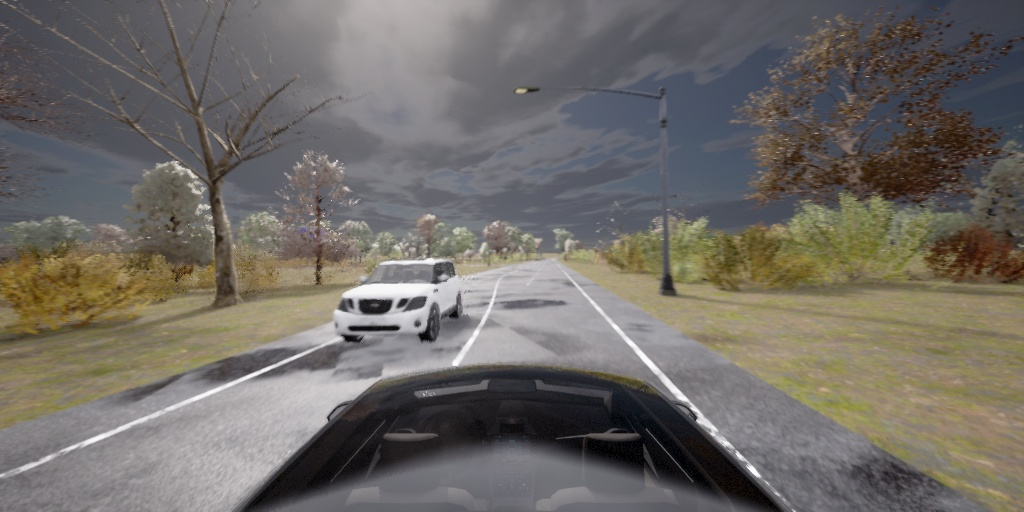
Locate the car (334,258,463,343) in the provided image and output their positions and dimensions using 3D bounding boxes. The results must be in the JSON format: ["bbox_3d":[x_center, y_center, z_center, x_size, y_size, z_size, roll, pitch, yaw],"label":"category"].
[{"bbox_3d":[-2.879,1.081,10.471,2.150,2.045,5.566,-1,0,2],"label":"car"}]
